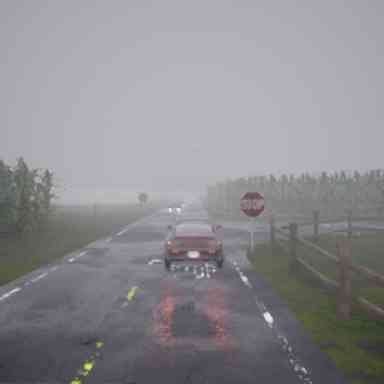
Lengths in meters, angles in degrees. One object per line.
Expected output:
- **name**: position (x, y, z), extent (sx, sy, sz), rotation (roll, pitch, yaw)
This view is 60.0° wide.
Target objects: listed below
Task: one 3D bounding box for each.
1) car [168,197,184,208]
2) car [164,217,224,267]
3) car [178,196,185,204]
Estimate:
- **car**: position (-2.698, 1.852, 52.838), extent (1.994, 1.385, 4.181), rotation (0, 0, 0)
- **car**: position (0.072, 1.594, 11.603), extent (1.812, 1.442, 4.674), rotation (0, 0, 1)
- **car**: position (-2.585, 1.714, 68.583), extent (2.097, 1.767, 4.553), rotation (0, 0, 0)
